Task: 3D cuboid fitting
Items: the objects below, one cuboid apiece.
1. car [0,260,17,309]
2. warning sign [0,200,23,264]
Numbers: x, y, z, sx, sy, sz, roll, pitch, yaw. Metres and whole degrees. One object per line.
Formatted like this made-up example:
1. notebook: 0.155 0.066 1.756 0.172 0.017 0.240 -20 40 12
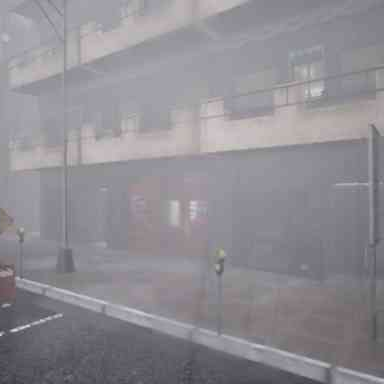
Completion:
1. car: -5.278 1.595 6.639 4.507 1.381 1.887 0 0 35
2. warning sign: -6.056 1.182 10.107 1.060 1.860 1.300 -1 0 35
